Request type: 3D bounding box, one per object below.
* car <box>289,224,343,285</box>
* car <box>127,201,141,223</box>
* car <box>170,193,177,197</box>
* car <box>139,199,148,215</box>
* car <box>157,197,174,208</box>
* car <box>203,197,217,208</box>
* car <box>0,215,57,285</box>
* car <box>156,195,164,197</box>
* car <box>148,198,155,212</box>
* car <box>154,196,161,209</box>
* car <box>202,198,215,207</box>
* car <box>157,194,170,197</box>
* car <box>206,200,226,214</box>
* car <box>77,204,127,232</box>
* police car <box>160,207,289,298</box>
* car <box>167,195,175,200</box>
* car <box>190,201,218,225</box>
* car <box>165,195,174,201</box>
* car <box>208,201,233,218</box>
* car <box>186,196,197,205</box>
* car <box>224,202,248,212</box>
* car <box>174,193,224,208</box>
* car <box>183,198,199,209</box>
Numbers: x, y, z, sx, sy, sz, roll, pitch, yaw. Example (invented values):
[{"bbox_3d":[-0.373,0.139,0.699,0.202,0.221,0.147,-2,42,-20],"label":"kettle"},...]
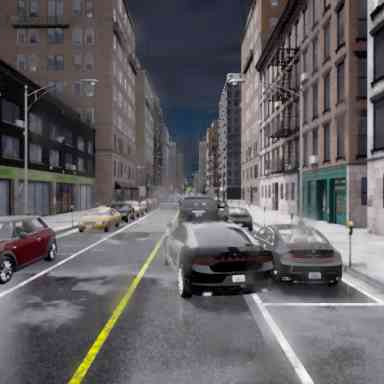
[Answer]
[{"bbox_3d":[2.617,1.549,9.282,2.008,1.369,4.403,0,0,0],"label":"car"},{"bbox_3d":[-5.447,1.562,25.510,1.947,1.339,4.313,0,0,0],"label":"car"},{"bbox_3d":[-2.897,1.466,62.367,2.128,1.511,4.902,0,0,0],"label":"car"},{"bbox_3d":[-5.459,1.520,30.753,1.752,1.417,4.829,0,0,0],"label":"car"},{"bbox_3d":[-2.943,1.591,41.988,1.895,1.301,4.718,0,0,0],"label":"car"},{"bbox_3d":[2.527,1.511,47.341,1.752,1.417,4.829,0,0,0],"label":"car"},{"bbox_3d":[-5.408,1.439,9.272,1.967,1.590,4.097,0,0,0],"label":"car"},{"bbox_3d":[-5.498,1.537,47.161,2.008,1.369,4.403,0,0,0],"label":"car"},{"bbox_3d":[-5.472,1.575,36.336,1.802,1.307,4.206,0,0,0],"label":"car"},{"bbox_3d":[-5.485,1.541,41.748,2.008,1.369,4.403,0,0,0],"label":"car"},{"bbox_3d":[2.514,1.564,52.584,1.802,1.307,4.206,0,0,0],"label":"car"},{"bbox_3d":[-5.524,1.293,57.986,2.192,1.841,5.009,0,0,0],"label":"car"},{"bbox_3d":[2.553,1.559,36.345,1.947,1.339,4.313,0,0,0],"label":"car"},{"bbox_3d":[-5.433,1.522,19.927,1.752,1.417,4.829,0,0,0],"label":"car"},{"bbox_3d":[0.362,1.424,8.790,1.930,1.638,5.238,0,0,-12],"label":"police car"},{"bbox_3d":[-5.600,1.495,89.904,1.887,1.381,4.507,0,0,0],"label":"car"},{"bbox_3d":[0.768,1.474,24.806,1.882,1.535,5.008,0,0,0],"label":"car"},{"bbox_3d":[-5.587,1.507,84.450,2.008,1.369,4.403,0,0,0],"label":"car"},{"bbox_3d":[2.566,1.561,30.932,1.947,1.339,4.313,0,0,0],"label":"car"},{"bbox_3d":[-0.140,1.502,59.349,1.812,1.442,4.674,0,0,0],"label":"car"},{"bbox_3d":[2.591,1.547,20.107,2.008,1.369,4.403,0,0,0],"label":"car"},{"bbox_3d":[0.439,1.219,18.875,2.150,2.045,5.566,0,0,2],"label":"car"},{"bbox_3d":[-0.095,1.535,45.325,2.033,1.411,5.357,0,0,0],"label":"car"}]
